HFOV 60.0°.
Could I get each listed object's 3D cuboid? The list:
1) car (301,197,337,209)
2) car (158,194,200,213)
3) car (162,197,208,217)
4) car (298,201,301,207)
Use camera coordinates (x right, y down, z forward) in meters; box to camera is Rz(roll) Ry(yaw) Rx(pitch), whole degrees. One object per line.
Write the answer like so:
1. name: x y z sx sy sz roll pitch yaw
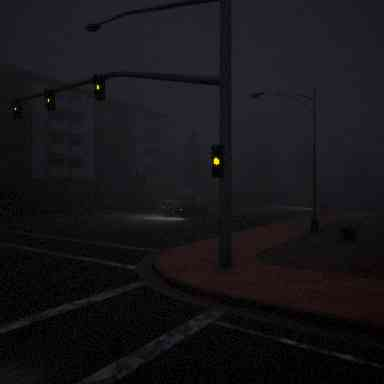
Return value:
1. car: 17.841 1.515 45.905 4.674 1.442 1.812 0 0 -25
2. car: -1.169 1.202 35.494 2.150 2.045 5.566 0 0 39
3. car: -0.279 1.510 30.859 1.812 1.442 4.674 0 0 37
4. car: 18.160 1.495 49.898 4.892 1.490 1.837 1 0 -23
